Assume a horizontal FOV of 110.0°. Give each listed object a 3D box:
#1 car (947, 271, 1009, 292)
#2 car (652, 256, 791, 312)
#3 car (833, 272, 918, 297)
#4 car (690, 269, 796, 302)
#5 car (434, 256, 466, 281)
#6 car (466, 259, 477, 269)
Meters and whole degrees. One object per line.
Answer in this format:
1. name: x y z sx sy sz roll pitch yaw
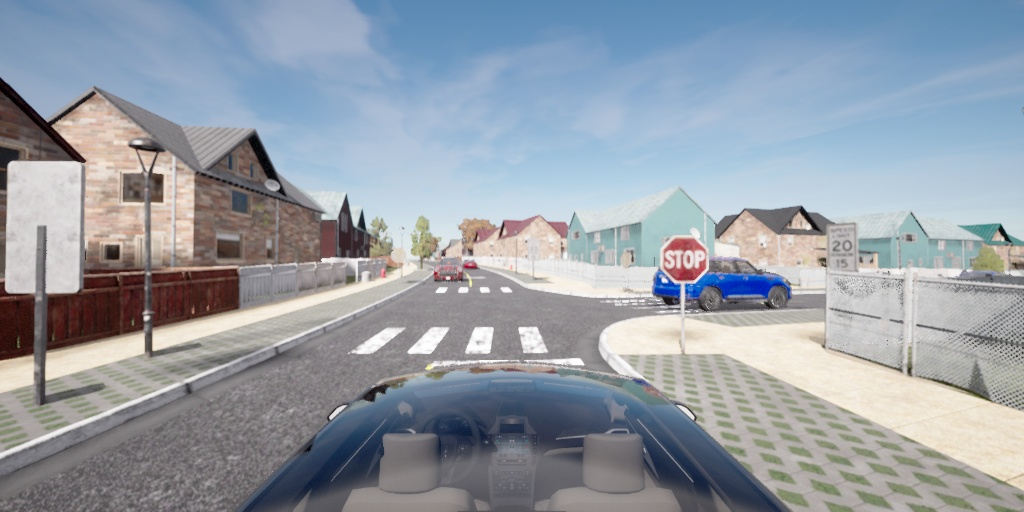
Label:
1. car: 33.122 1.799 25.301 5.008 1.535 1.882 1 -1 -18
2. car: 8.358 1.060 14.399 5.566 2.045 2.150 1 -2 -18
3. car: 21.864 1.670 21.605 5.357 1.411 2.033 1 -1 -19
4. car: 11.789 1.454 18.327 4.892 1.490 1.837 1 -1 -17
5. car: -4.783 0.946 27.358 2.097 1.767 4.553 0 0 -8
6. car: -5.983 1.066 49.228 1.994 1.385 4.181 0 0 -14
